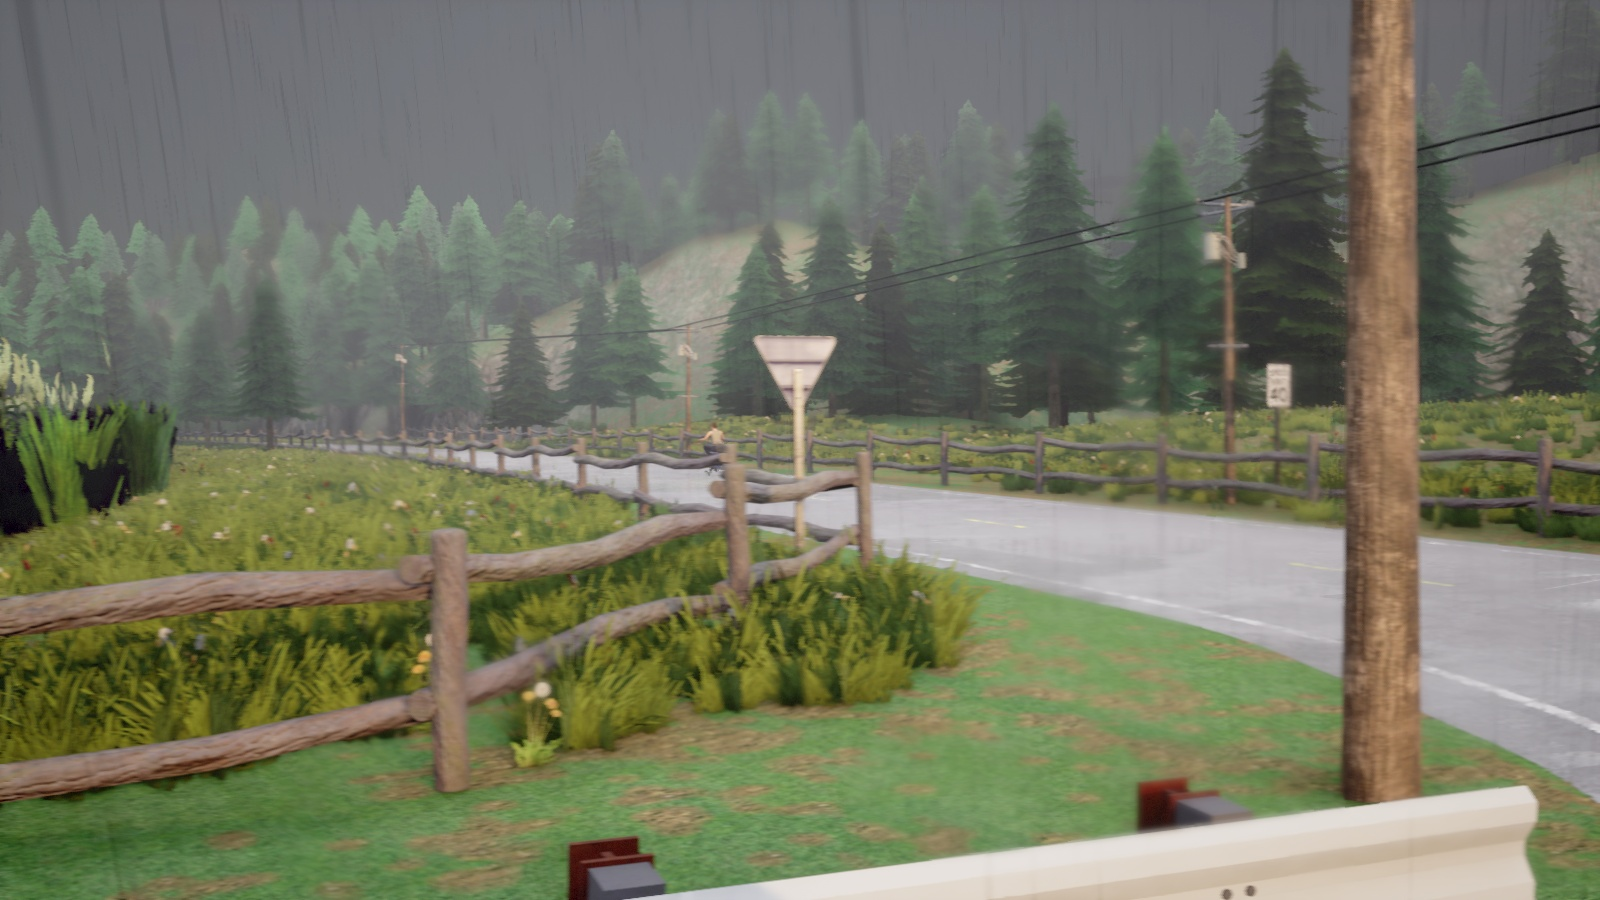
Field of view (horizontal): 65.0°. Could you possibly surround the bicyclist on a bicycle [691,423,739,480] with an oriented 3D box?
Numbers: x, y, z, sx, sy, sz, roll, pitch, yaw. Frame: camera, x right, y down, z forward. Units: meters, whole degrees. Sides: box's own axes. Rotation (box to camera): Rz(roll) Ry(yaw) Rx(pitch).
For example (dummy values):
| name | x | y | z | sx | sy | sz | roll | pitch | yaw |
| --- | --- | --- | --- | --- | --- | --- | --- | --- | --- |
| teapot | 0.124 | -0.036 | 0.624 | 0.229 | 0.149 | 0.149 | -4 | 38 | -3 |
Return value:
| name | x | y | z | sx | sy | sz | roll | pitch | yaw |
| --- | --- | --- | --- | --- | --- | --- | --- | --- | --- |
| bicyclist on a bicycle | -2.525 | 0.027 | 37.072 | 0.866 | 1.612 | 1.509 | -3 | 2 | -25 |
